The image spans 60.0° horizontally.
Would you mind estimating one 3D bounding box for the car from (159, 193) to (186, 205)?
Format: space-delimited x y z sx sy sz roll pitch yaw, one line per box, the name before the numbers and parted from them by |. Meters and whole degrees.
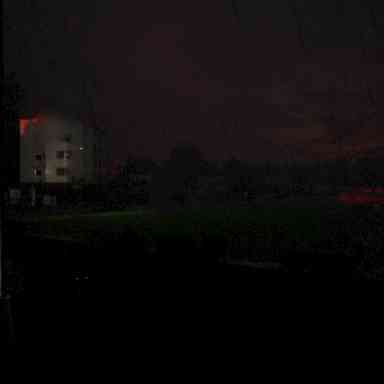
car | -3.398 1.205 58.282 2.150 2.045 5.566 0 0 36
